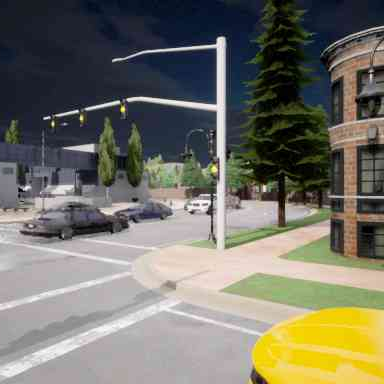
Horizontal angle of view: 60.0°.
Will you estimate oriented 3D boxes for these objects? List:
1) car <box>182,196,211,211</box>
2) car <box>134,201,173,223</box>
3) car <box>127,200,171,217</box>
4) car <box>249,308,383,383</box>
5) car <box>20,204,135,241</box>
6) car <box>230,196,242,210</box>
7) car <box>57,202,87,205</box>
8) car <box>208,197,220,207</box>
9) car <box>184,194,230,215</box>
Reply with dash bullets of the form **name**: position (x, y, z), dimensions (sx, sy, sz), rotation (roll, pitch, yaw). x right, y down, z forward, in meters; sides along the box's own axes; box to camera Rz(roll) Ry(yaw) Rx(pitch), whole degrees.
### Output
- **car**: position (0.632, 1.352, 40.685), dimensions (2.097, 1.767, 4.553), rotation (0, 0, 20)
- **car**: position (-3.697, 1.547, 25.974), dimensions (2.033, 1.411, 5.357), rotation (0, 0, 35)
- **car**: position (-4.072, 1.564, 31.806), dimensions (1.994, 1.385, 4.181), rotation (0, 0, 31)
- **car**: position (2.768, 1.478, 1.994), dimensions (5.008, 1.535, 1.882), rotation (0, 0, 36)
- **car**: position (-5.646, 1.547, 16.730), dimensions (2.033, 1.411, 5.357), rotation (0, 0, 35)
- **car**: position (5.289, 1.352, 43.744), dimensions (2.097, 1.767, 4.553), rotation (0, 0, 14)
- **car**: position (-9.081, 1.505, 24.431), dimensions (1.837, 1.490, 4.892), rotation (0, 0, 35)
- **car**: position (3.483, 1.525, 53.541), dimensions (1.812, 1.442, 4.674), rotation (0, 0, 3)
- **car**: position (1.676, 1.222, 34.474), dimensions (2.150, 2.045, 5.566), rotation (0, 0, 28)
